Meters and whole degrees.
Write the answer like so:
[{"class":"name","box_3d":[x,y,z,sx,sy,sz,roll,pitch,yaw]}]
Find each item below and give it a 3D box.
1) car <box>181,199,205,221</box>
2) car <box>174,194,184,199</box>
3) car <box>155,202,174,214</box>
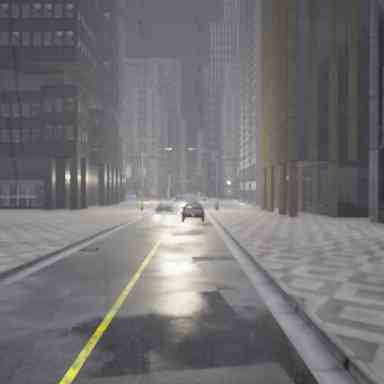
[{"class":"car","box_3d":[0.090,1.613,28.210,2.128,1.511,4.902,0,0,0]},{"class":"car","box_3d":[-3.014,1.256,79.202,2.150,2.045,5.566,0,0,0]},{"class":"car","box_3d":[-3.099,1.773,38.188,1.895,1.301,4.718,0,0,0]}]
